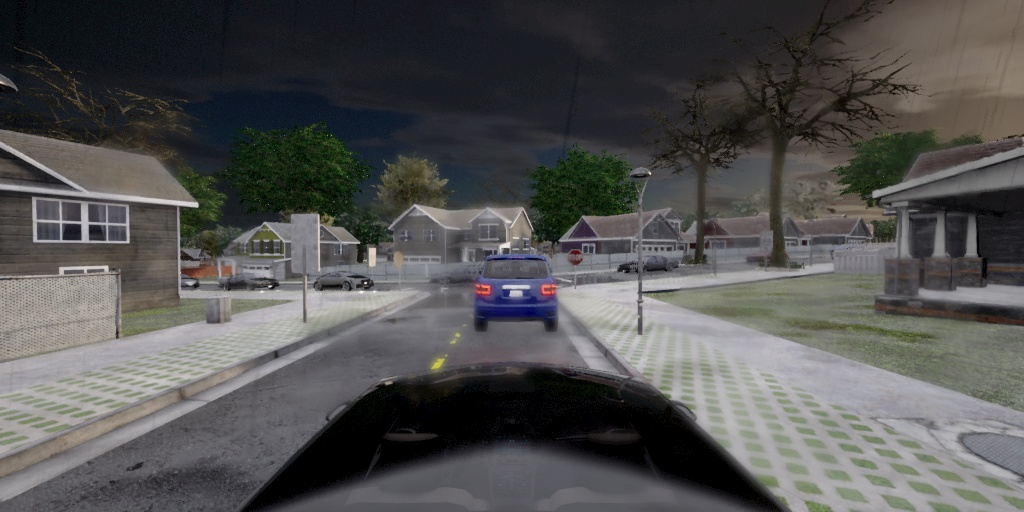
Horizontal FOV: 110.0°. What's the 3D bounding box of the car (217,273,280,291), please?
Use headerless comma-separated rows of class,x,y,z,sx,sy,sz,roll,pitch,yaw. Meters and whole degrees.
car,-21.475,2.095,29.167,5.357,1.411,2.033,-2,0,22

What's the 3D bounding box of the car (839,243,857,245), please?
car,40.178,-0.801,42.904,5.008,1.535,1.882,-2,2,-25

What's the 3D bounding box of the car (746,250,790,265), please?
car,25.875,0.026,36.297,5.008,1.535,1.882,-2,2,-25

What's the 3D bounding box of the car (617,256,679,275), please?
car,11.229,0.707,29.461,5.357,1.411,2.033,-3,2,-25

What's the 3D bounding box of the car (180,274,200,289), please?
car,-30.976,2.376,33.007,4.902,1.511,2.128,-2,0,22

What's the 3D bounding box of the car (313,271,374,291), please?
car,-11.919,1.751,25.358,4.181,1.385,1.994,-2,0,21

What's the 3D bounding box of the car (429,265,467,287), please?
car,-3.145,1.370,25.782,5.357,1.411,2.033,-3,1,2

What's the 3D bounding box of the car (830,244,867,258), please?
car,36.280,-0.208,37.924,5.357,1.411,2.033,-2,2,-25

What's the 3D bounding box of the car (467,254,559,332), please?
car,0.116,0.968,11.021,2.150,2.045,5.566,0,0,0
